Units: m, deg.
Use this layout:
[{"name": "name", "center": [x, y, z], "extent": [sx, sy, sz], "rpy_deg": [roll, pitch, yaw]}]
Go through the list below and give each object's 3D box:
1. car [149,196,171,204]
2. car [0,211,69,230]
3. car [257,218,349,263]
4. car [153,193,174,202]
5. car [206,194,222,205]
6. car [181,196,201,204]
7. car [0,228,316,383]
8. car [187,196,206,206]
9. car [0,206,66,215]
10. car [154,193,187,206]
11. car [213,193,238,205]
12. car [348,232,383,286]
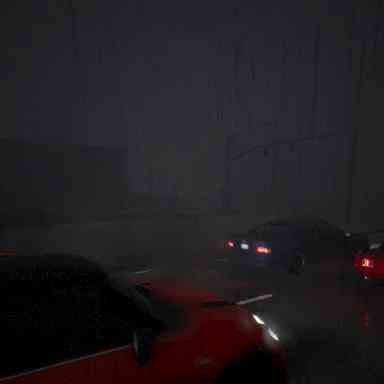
[{"name": "car", "center": [-6.183, 1.505, 63.707], "extent": [1.837, 1.490, 4.892], "rpy_deg": [0, 0, -36]}, {"name": "car", "center": [-4.310, 1.352, 4.972], "extent": [4.553, 1.767, 2.097], "rpy_deg": [0, 0, -35]}, {"name": "car", "center": [3.507, 1.547, 10.593], "extent": [5.357, 1.411, 2.033], "rpy_deg": [0, 0, -35]}, {"name": "car", "center": [-6.500, 1.225, 76.123], "extent": [2.150, 2.045, 5.566], "rpy_deg": [0, 0, -36]}, {"name": "car", "center": [2.404, 1.547, 57.797], "extent": [2.033, 1.411, 5.357], "rpy_deg": [0, 0, -36]}, {"name": "car", "center": [-0.220, 1.564, 67.440], "extent": [1.994, 1.385, 4.181], "rpy_deg": [0, 0, -37]}, {"name": "car", "center": [-1.252, 1.352, 2.854], "extent": [4.553, 1.767, 2.097], "rpy_deg": [0, 0, -35]}, {"name": "car", "center": [-0.596, 1.547, 55.968], "extent": [2.033, 1.411, 5.357], "rpy_deg": [0, 0, -36]}, {"name": "car", "center": [-10.116, 1.547, 19.501], "extent": [5.357, 1.411, 2.033], "rpy_deg": [0, 0, -36]}, {"name": "car", "center": [-3.628, 1.221, 54.183], "extent": [2.150, 2.045, 5.566], "rpy_deg": [0, 0, -35]}, {"name": "car", "center": [5.659, 1.222, 59.287], "extent": [2.150, 2.045, 5.566], "rpy_deg": [0, 0, -36]}, {"name": "car", "center": [6.079, 1.601, 8.122], "extent": [4.718, 1.301, 1.895], "rpy_deg": [0, 0, -35]}]
